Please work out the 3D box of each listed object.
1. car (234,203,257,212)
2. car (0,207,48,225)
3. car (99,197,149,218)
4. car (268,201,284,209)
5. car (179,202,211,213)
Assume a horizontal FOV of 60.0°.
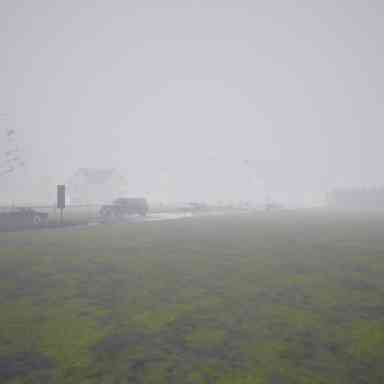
[{"bbox_3d":[8.194,2.275,50.547,1.895,1.301,4.718,1,0,35],"label":"car"},{"bbox_3d":[-13.525,1.798,25.131,1.895,1.301,4.718,1,0,35],"label":"car"},{"bbox_3d":[-6.892,1.574,34.442,2.150,2.045,5.566,1,0,35],"label":"car"},{"bbox_3d":[15.105,2.391,60.248,1.994,1.385,4.181,1,0,35],"label":"car"},{"bbox_3d":[0.537,2.073,44.846,2.033,1.411,5.357,1,0,36],"label":"car"}]
